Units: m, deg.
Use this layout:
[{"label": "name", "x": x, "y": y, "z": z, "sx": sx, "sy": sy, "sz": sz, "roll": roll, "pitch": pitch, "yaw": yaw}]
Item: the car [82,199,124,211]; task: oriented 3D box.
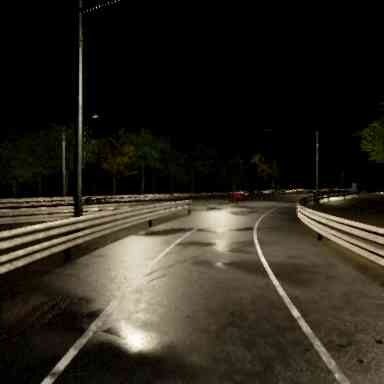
[{"label": "car", "x": -8.797, "y": 1.449, "z": 32.225, "sx": 1.837, "sy": 1.490, "sz": 4.892, "roll": 1, "pitch": 2, "yaw": 40}]

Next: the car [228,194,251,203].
[{"label": "car", "x": 7.373, "y": 0.969, "z": 51.476, "sx": 1.812, "sy": 1.442, "sz": 4.674, "roll": 1, "pitch": 2, "yaw": 40}]

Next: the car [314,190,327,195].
[{"label": "car", "x": 30.607, "y": 0.253, "z": 79.132, "sx": 1.994, "sy": 1.385, "sz": 4.181, "roll": 1, "pitch": 2, "yaw": 40}]
